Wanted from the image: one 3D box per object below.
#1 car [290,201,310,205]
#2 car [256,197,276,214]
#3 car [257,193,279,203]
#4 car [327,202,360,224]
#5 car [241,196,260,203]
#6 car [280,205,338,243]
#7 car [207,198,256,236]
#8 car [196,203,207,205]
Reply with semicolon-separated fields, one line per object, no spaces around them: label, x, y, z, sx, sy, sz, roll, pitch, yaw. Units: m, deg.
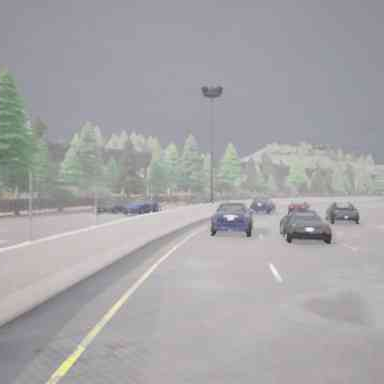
car;11.890;1.615;36.710;1.895;1.301;4.718;0;0;24
car;7.634;1.351;35.546;2.097;1.767;4.553;0;0;22
car;15.741;1.167;68.618;2.150;2.045;5.566;0;0;40
car;11.156;1.513;24.847;2.128;1.511;4.902;0;0;17
car;12.401;1.530;70.128;1.994;1.385;4.181;0;0;40
car;5.404;1.571;16.187;1.994;1.385;4.181;0;0;11
car;2.334;1.345;18.643;2.097;1.767;4.553;0;0;11
car;0.888;1.464;38.078;2.128;1.511;4.902;0;0;23
